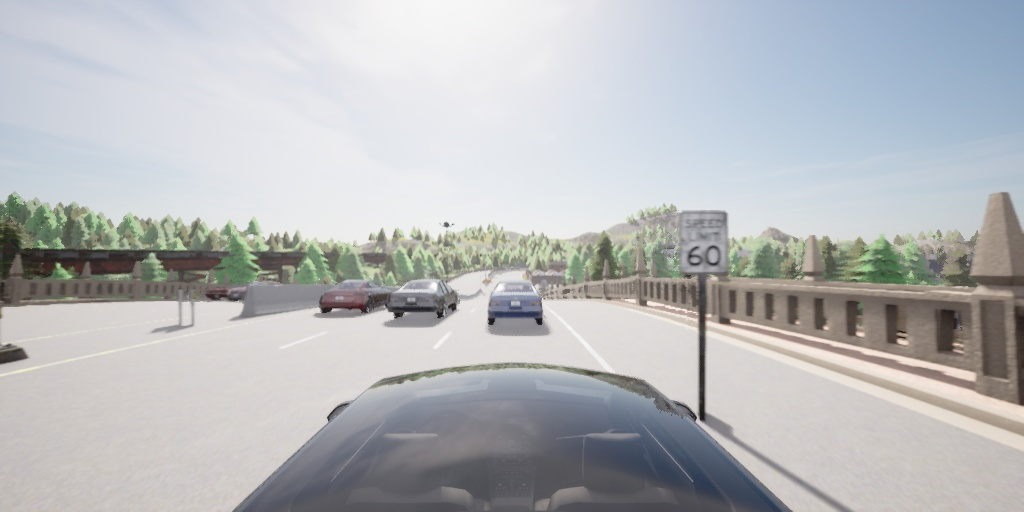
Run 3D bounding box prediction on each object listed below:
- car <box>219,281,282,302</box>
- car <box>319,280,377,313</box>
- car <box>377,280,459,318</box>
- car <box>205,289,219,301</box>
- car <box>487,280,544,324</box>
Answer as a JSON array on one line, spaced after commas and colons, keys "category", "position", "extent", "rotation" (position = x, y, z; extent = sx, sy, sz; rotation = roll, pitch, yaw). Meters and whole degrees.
[{"category": "car", "position": [-17.577, 2.468, 25.178], "extent": [1.812, 1.442, 4.674], "rotation": [0, -6, 0]}, {"category": "car", "position": [-6.895, 1.785, 16.351], "extent": [1.994, 1.385, 4.181], "rotation": [0, -4, 0]}, {"category": "car", "position": [-3.396, 1.666, 14.617], "extent": [2.033, 1.411, 5.357], "rotation": [0, -3, 0]}, {"category": "car", "position": [-21.059, 2.828, 27.849], "extent": [1.895, 1.301, 4.718], "rotation": [0, -6, 0]}, {"category": "car", "position": [0.104, 1.591, 13.188], "extent": [2.033, 1.411, 5.357], "rotation": [0, -3, 0]}]
